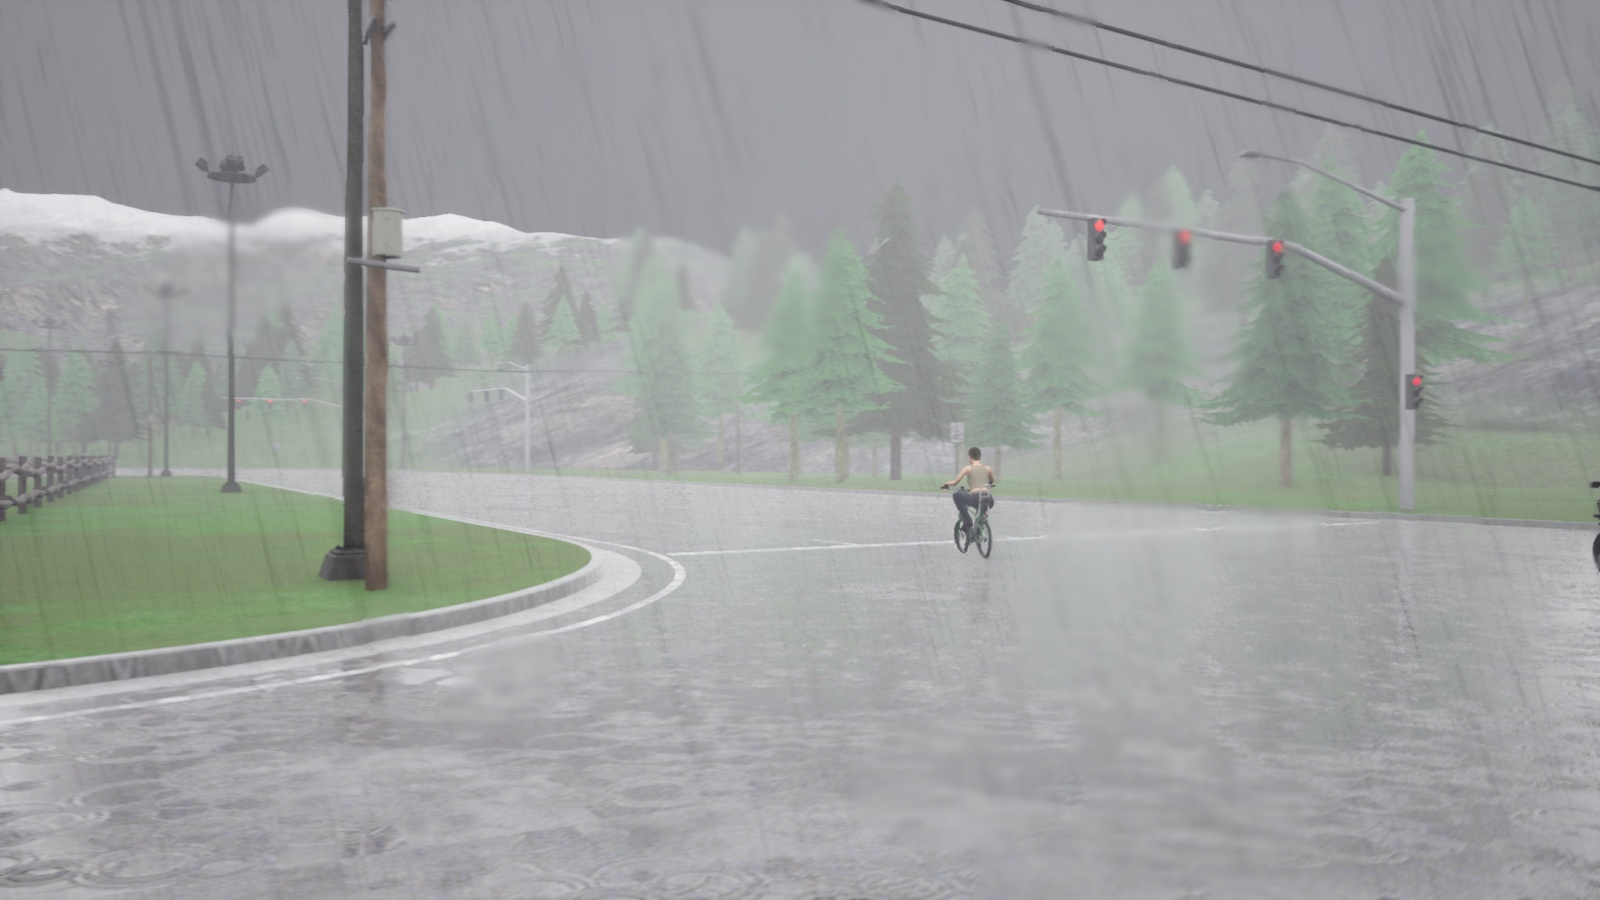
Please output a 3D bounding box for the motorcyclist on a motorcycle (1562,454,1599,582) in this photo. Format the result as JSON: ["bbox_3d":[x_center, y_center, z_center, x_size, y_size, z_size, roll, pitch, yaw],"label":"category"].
[{"bbox_3d":[10.023,0.808,14.656,0.866,1.530,2.191,-1,0,-2],"label":"motorcyclist on a motorcycle"}]

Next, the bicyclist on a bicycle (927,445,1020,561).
[{"bbox_3d":[2.539,0.751,18.523,0.866,1.612,1.509,-1,0,-12],"label":"bicyclist on a bicycle"}]
